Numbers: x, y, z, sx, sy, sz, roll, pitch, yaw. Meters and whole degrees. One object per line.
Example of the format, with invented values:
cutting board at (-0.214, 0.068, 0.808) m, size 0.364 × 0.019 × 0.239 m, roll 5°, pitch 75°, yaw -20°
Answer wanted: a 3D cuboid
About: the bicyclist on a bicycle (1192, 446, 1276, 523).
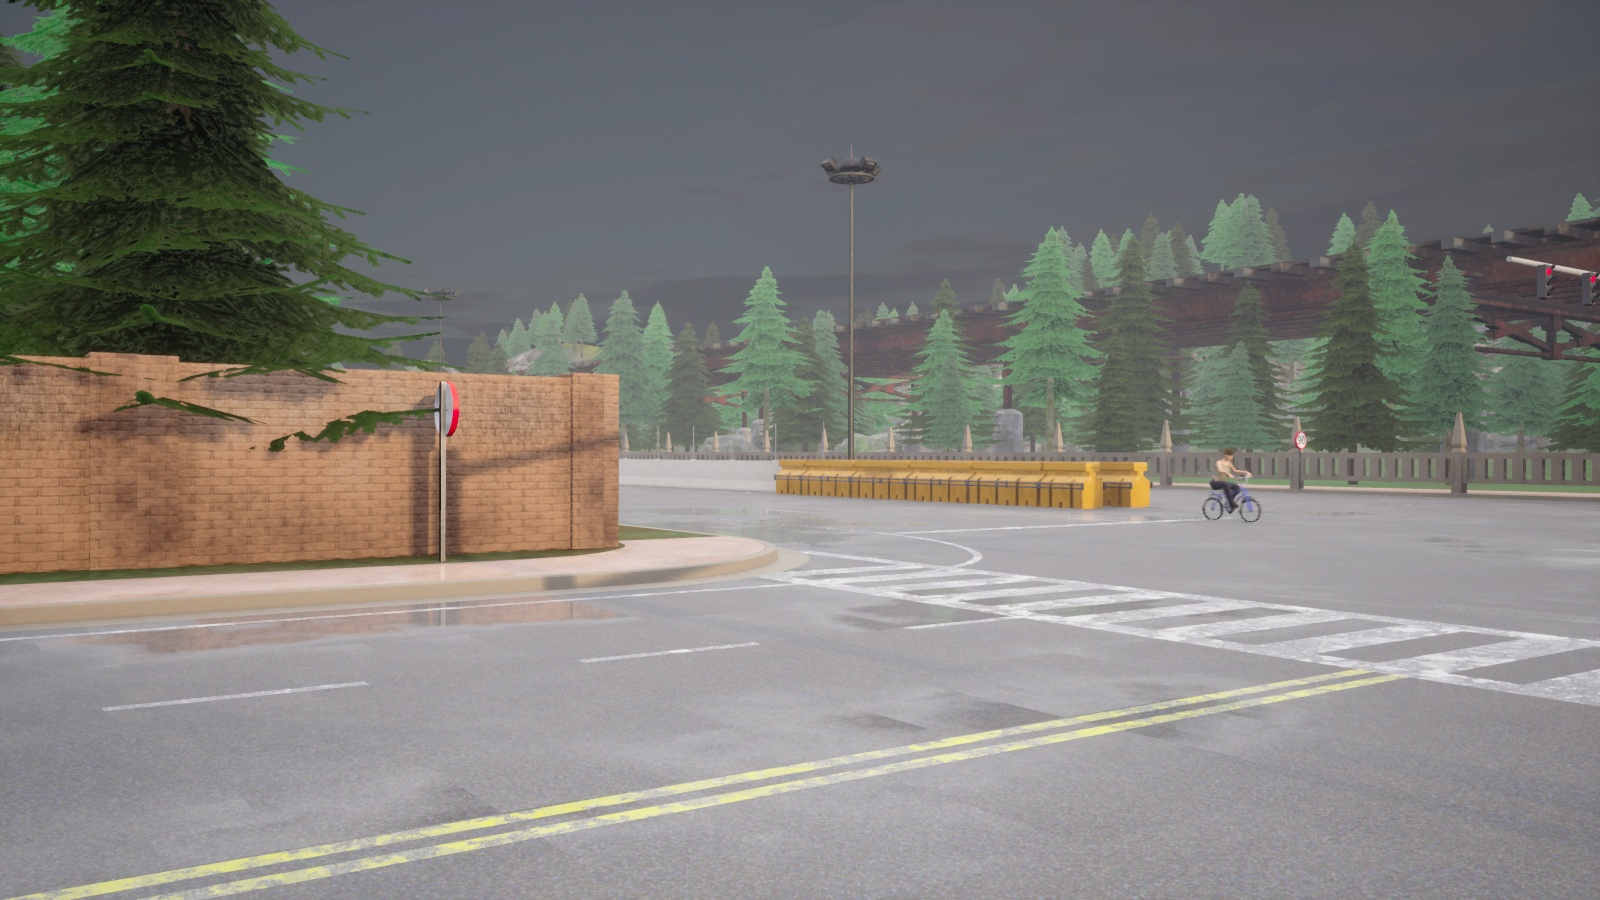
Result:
bicyclist on a bicycle at (9.442, 0.728, 27.383) m, size 0.866 × 1.612 × 1.509 m, roll 0°, pitch 0°, yaw -35°
